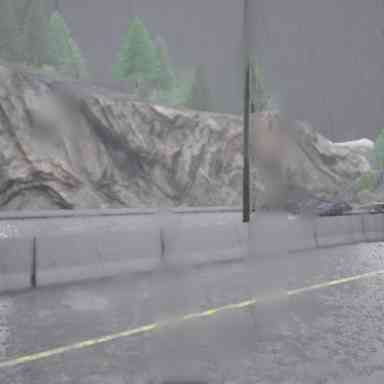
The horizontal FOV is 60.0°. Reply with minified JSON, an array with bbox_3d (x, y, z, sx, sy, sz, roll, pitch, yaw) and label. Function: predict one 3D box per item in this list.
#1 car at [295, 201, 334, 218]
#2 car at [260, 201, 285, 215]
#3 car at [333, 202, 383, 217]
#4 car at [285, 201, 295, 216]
[{"bbox_3d":[11.156,1.526,26.510,5.357,1.411,2.033,0,0,-26],"label":"car"},{"bbox_3d":[9.180,1.564,33.303,4.718,1.301,1.895,0,0,-25],"label":"car"},{"bbox_3d":[12.557,1.492,23.256,4.892,1.490,1.837,0,0,-26],"label":"car"},{"bbox_3d":[11.064,1.536,30.287,4.181,1.385,1.994,0,0,-25],"label":"car"}]
